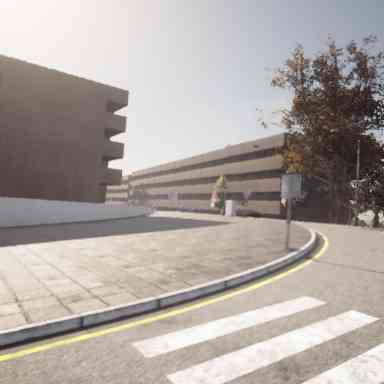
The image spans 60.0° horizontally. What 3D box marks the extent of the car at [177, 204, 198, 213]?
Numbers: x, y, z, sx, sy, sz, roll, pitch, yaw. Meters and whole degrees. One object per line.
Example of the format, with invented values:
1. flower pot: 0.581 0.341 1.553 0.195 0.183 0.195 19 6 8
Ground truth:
1. car: -0.773 2.688 52.244 2.128 1.511 4.902 6 -5 -25

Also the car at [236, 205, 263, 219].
1. car: 5.813 2.231 37.506 2.033 1.411 5.357 5 -3 -23

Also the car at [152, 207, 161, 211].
1. car: -7.595 3.777 66.620 1.837 1.490 4.892 6 -6 -25
